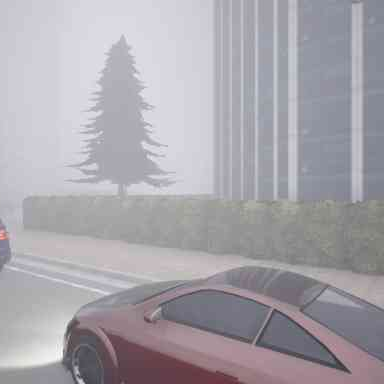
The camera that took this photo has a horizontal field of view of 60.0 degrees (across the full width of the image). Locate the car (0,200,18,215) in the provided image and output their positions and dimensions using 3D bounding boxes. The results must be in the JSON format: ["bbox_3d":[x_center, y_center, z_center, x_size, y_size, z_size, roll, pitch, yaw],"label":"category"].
[{"bbox_3d":[-20.361,1.560,33.239,1.837,1.490,4.892,0,0,35],"label":"car"}]

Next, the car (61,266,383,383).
[{"bbox_3d":[0.457,1.564,3.667,4.181,1.385,1.994,0,0,35],"label":"car"}]

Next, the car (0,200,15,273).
[{"bbox_3d":[-7.153,1.221,9.060,5.566,2.045,2.150,0,0,35],"label":"car"}]
